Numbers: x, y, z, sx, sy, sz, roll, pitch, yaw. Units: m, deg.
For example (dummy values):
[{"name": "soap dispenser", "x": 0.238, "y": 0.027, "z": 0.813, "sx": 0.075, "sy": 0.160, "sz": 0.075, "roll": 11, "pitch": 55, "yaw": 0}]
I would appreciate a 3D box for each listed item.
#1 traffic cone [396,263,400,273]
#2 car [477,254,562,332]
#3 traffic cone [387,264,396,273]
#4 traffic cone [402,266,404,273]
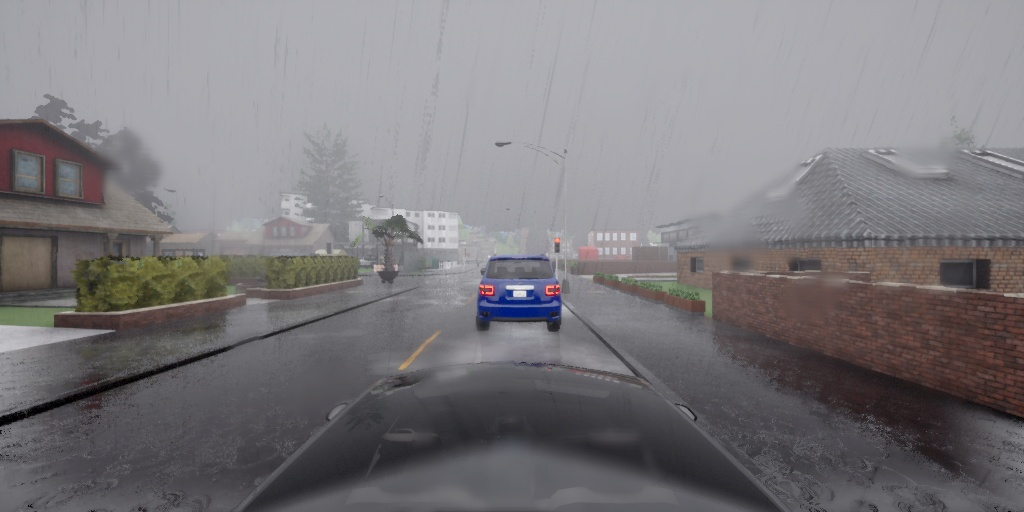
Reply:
[{"name": "traffic cone", "x": -15.056, "y": 1.558, "z": 46.450, "sx": 0.344, "sy": 0.586, "sz": 0.344, "roll": 0, "pitch": 0, "yaw": 0}, {"name": "car", "x": 0.185, "y": 0.971, "z": 11.005, "sx": 2.150, "sy": 2.045, "sz": 5.566, "roll": 0, "pitch": 0, "yaw": 0}, {"name": "traffic cone", "x": -15.421, "y": 1.561, "z": 45.883, "sx": 0.344, "sy": 0.586, "sz": 0.344, "roll": 0, "pitch": 0, "yaw": 0}, {"name": "traffic cone", "x": -14.049, "y": 1.582, "z": 47.482, "sx": 0.344, "sy": 0.586, "sz": 0.344, "roll": 0, "pitch": 0, "yaw": 0}]
